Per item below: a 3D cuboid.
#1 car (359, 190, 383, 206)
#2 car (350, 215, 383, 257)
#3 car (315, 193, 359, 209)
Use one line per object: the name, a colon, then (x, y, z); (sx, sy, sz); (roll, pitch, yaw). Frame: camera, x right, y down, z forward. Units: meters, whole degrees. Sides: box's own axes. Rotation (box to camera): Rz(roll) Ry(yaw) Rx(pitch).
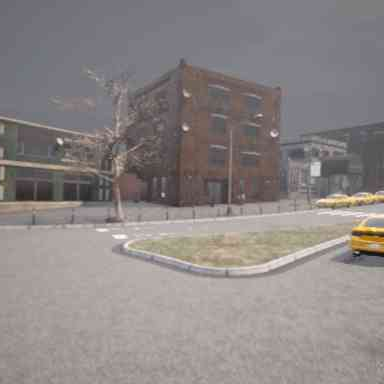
car: (19.736, 0.760, 38.885); (5.366, 1.575, 1.946); (-2, 2, -37)
car: (7.647, 1.603, 12.781); (1.882, 1.535, 5.008); (1, 1, 41)
car: (15.304, 0.934, 35.594); (5.366, 1.575, 1.946); (-2, 2, -36)
